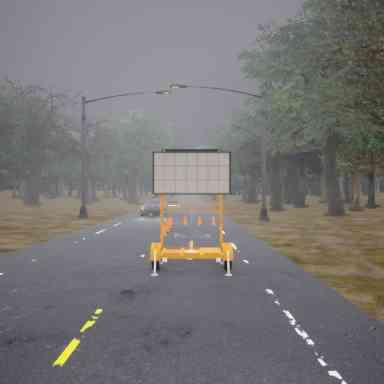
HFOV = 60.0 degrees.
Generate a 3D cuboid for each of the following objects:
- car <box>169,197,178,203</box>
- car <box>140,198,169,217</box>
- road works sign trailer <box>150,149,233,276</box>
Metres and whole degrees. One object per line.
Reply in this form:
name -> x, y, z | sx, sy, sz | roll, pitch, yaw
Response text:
car -> -3.464, 1.657, 59.305 | 1.994, 1.385, 4.181 | 0, 0, 0
car -> -3.581, 1.396, 31.343 | 2.097, 1.767, 4.553 | 0, 0, 0
road works sign trailer -> -0.010, 0.476, 10.372 | 2.380, 3.560, 2.880 | 0, 0, 0
